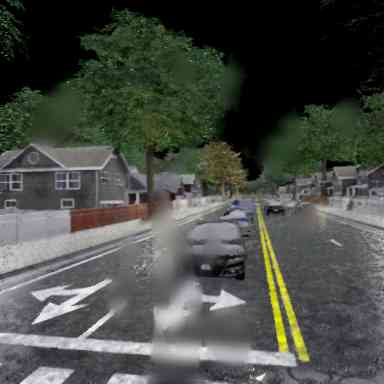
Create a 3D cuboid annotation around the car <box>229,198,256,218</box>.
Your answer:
[{"bbox_3d":[4.794,1.600,31.504,2.150,2.045,5.566,-1,-1,11],"label":"car"}]

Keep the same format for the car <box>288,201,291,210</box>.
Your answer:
[{"bbox_3d":[14.778,1.909,48.653,1.895,1.301,4.718,-1,0,11],"label":"car"}]

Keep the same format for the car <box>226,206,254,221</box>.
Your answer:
[{"bbox_3d":[2.633,1.820,20.210,1.812,1.442,4.674,-1,-1,11],"label":"car"}]

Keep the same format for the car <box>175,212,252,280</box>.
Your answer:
[{"bbox_3d":[0.815,1.628,10.675,1.882,1.535,5.008,-1,-1,11],"label":"car"}]

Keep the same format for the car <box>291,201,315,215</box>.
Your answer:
[{"bbox_3d":[12.774,1.791,37.910,1.837,1.490,4.892,-1,0,11],"label":"car"}]

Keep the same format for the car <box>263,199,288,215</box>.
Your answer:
[{"bbox_3d":[9.559,1.817,38.424,1.882,1.535,5.008,-1,0,11],"label":"car"}]
